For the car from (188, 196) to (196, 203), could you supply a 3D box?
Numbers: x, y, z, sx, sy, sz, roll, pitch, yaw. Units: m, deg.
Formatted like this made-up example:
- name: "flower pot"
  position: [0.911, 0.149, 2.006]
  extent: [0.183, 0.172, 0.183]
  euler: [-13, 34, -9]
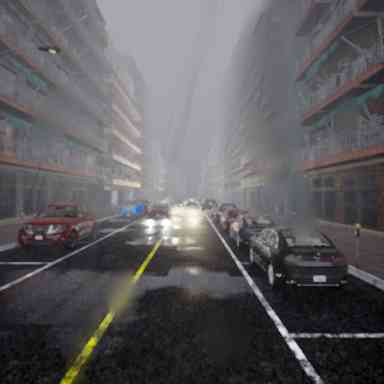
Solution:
- name: "car"
  position: [-0.012, 1.768, 83.037]
  extent: [2.097, 1.767, 4.553]
  euler: [0, -1, 0]

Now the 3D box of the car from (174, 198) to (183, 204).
- name: "car"
  position: [-3.011, 1.995, 74.432]
  extent: [1.994, 1.385, 4.181]
  euler: [0, 0, 0]

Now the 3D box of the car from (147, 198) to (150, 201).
- name: "car"
  position: [-5.698, 1.543, 37.520]
  extent: [2.192, 1.841, 5.009]
  euler: [0, 0, 0]

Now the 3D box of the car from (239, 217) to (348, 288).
- name: "car"
  position: [2.689, 1.604, 9.190]
  extent: [2.008, 1.369, 4.403]
  euler: [0, 0, 0]

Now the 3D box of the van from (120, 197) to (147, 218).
- name: "van"
  position: [-5.696, 1.528, 31.860]
  extent: [1.690, 1.788, 3.998]
  euler: [0, 0, 0]

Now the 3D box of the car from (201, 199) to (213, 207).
- name: "car"
  position: [2.679, 1.949, 60.144]
  extent: [1.887, 1.381, 4.507]
  euler: [0, 0, 0]

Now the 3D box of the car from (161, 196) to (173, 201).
- name: "car"
  position: [-5.704, 2.020, 71.319]
  extent: [1.752, 1.417, 4.829]
  euler: [0, 0, 0]

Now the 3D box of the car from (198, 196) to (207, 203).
- name: "car"
  position: [2.672, 1.967, 88.453]
  extent: [2.192, 1.841, 5.009]
  euler: [0, -1, 0]

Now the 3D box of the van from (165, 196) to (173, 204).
- name: "van"
  position: [-5.707, 1.939, 82.814]
  extent: [1.690, 1.788, 3.998]
  euler: [0, -1, 0]

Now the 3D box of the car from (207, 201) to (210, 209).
- name: "car"
  position: [2.684, 1.768, 31.838]
  extent: [1.802, 1.307, 4.206]
  euler: [0, 0, 0]

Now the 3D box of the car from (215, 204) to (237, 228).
- name: "car"
  position: [2.687, 1.662, 20.515]
  extent: [1.887, 1.381, 4.507]
  euler: [0, 0, 0]

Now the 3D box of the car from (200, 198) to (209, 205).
- name: "car"
  position: [2.676, 2.023, 71.638]
  extent: [1.752, 1.417, 4.829]
  euler: [0, -1, 0]

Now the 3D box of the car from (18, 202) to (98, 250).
- name: "car"
  position: [-5.693, 1.400, 14.873]
  extent: [2.192, 1.841, 5.009]
  euler: [0, 0, 0]

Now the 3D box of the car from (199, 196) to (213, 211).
- name: "car"
  position: [2.380, 1.635, 44.757]
  extent: [2.097, 1.767, 4.553]
  euler: [0, 0, 0]

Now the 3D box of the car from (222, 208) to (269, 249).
- name: "car"
  position: [2.688, 1.636, 14.852]
  extent: [2.008, 1.369, 4.403]
  euler: [0, 0, 0]

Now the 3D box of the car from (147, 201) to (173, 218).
- name: "car"
  position: [-3.101, 1.791, 32.393]
  extent: [1.895, 1.301, 4.718]
  euler: [0, 0, 0]

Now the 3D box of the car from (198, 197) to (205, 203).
- name: "car"
  position: [2.672, 2.258, 94.113]
  extent: [2.008, 1.369, 4.403]
  euler: [0, -1, 0]

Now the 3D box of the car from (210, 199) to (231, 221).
- name: "car"
  position: [2.685, 1.591, 26.176]
  extent: [1.967, 1.590, 4.097]
  euler: [0, 0, 0]

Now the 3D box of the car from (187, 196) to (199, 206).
- name: "car"
  position: [-0.009, 1.978, 63.240]
  extent: [2.033, 1.411, 5.357]
  euler: [0, 0, 0]

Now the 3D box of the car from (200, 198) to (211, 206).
- name: "car"
  position: [2.677, 1.993, 65.810]
  extent: [1.887, 1.381, 4.507]
  euler: [0, 0, 0]
